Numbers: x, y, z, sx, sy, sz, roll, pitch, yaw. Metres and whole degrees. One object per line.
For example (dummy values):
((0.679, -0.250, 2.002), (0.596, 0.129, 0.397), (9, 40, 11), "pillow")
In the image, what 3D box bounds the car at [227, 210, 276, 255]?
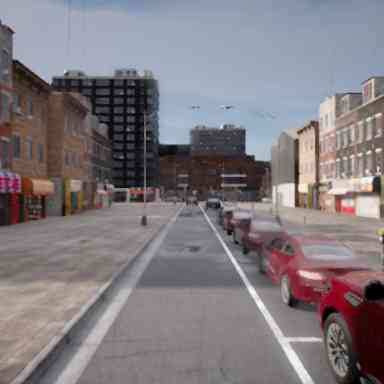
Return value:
((2.644, 1.609, 13.172), (1.802, 1.307, 4.206), (0, 0, 0), "car")

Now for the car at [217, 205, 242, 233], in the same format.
((2.645, 1.622, 18.610), (1.802, 1.307, 4.206), (0, 0, 0), "car")

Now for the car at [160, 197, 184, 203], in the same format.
((-4.490, 1.777, 75.327), (5.357, 1.411, 2.033), (0, -1, 14), "car")

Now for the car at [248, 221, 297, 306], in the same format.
((2.644, 1.597, 7.735), (1.802, 1.307, 4.206), (0, 0, 0), "car")

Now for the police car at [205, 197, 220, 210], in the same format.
((2.754, 1.545, 44.470), (1.930, 1.638, 5.238), (0, 0, 0), "police car")

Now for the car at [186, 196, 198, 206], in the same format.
((0.034, 1.534, 60.306), (2.097, 1.767, 4.553), (0, 0, 1), "car")

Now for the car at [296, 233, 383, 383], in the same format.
((2.646, 1.319, 2.297), (2.192, 1.841, 5.009), (0, 0, 0), "car")

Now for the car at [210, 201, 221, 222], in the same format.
((2.645, 1.605, 24.047), (2.008, 1.369, 4.403), (0, 0, 0), "car")
